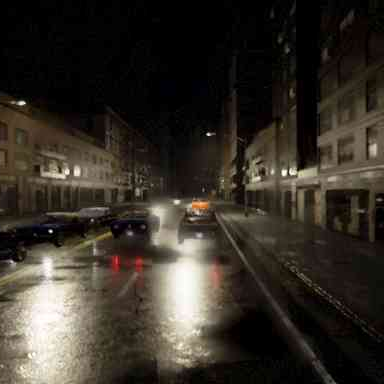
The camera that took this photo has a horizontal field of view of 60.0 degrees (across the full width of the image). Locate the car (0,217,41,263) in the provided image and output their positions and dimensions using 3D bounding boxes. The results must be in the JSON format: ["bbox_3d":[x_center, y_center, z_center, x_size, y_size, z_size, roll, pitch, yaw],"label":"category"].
[{"bbox_3d":[-6.442,1.623,9.447,1.895,1.301,4.718,0,0,2],"label":"car"}]

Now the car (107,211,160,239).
[{"bbox_3d":[-2.815,1.651,17.674,1.895,1.301,4.718,0,0,2],"label":"car"}]

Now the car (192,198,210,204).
[{"bbox_3d":[1.031,1.461,37.933,2.097,1.767,4.553,0,0,2],"label":"car"}]

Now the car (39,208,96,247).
[{"bbox_3d":[-6.248,1.641,15.326,1.895,1.301,4.718,0,0,2],"label":"car"}]

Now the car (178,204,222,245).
[{"bbox_3d":[0.382,1.539,15.802,2.128,1.511,4.902,0,0,2],"label":"car"}]

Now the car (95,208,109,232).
[{"bbox_3d":[-6.147,1.656,20.593,1.895,1.301,4.718,0,0,2],"label":"car"}]
